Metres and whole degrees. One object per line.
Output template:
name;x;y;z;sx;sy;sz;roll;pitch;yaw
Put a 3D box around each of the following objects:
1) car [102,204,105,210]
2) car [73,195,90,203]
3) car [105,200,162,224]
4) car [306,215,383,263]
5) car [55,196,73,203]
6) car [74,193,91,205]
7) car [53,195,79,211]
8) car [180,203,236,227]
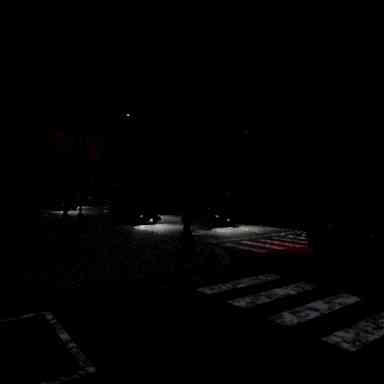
car;-7.662;1.550;34.885;1.895;1.301;4.718;0;0;-36
car;-22.047;1.366;66.380;1.882;1.535;5.008;0;0;-36
car;-4.298;1.517;24.633;2.033;1.411;5.357;0;0;-36
car;5.972;1.504;10.341;1.837;1.490;4.892;0;0;-36
car;-25.097;1.438;65.052;2.033;1.411;5.357;0;0;-36
car;-18.961;1.130;56.503;2.150;2.045;5.566;0;0;-35
car;-15.283;1.419;39.949;1.882;1.535;5.008;0;0;-35
car;0.952;1.498;22.894;1.812;1.442;4.674;0;0;-36
